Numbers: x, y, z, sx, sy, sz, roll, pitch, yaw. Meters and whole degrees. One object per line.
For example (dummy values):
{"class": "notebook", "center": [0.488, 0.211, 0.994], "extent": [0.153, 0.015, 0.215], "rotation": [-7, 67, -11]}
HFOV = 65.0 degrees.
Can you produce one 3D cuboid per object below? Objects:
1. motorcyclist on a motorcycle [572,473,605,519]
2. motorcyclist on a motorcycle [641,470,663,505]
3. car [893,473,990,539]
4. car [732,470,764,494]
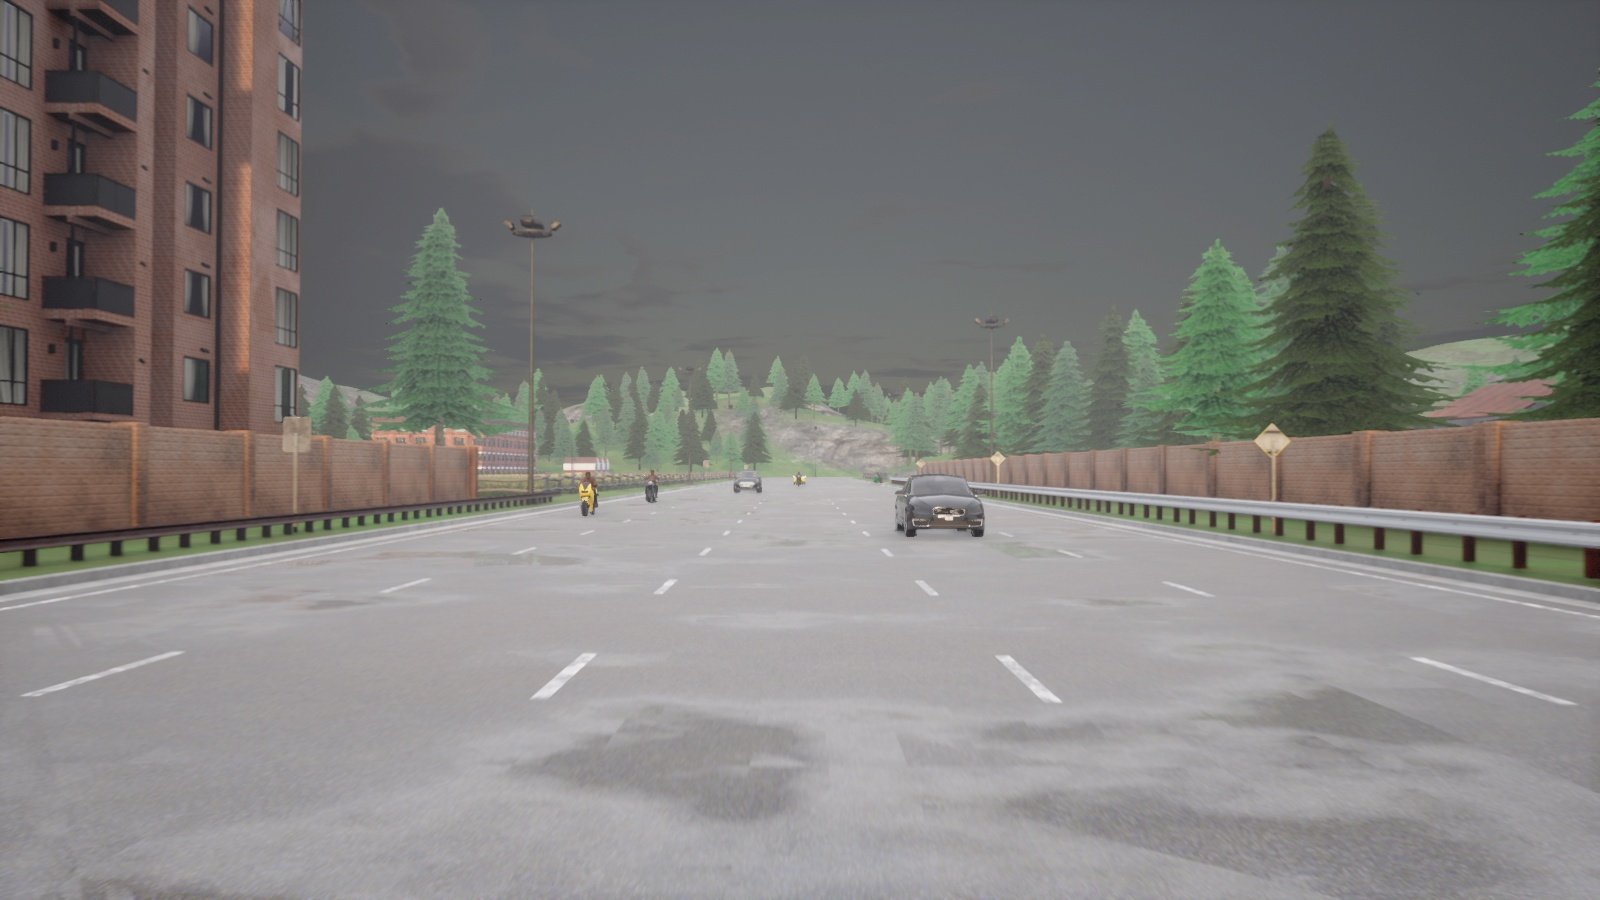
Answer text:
{"class": "motorcyclist on a motorcycle", "center": [-7.103, 1.533, 42.242], "extent": [0.797, 1.523, 2.044], "rotation": [0, -1, 0]}
{"class": "motorcyclist on a motorcycle", "center": [-7.148, 1.811, 60.694], "extent": [0.766, 1.649, 2.350], "rotation": [0, -1, 0]}
{"class": "car", "center": [3.424, 1.329, 31.211], "extent": [1.837, 1.490, 4.892], "rotation": [0, -1, 0]}
{"class": "car", "center": [-3.713, 2.271, 90.194], "extent": [2.033, 1.649, 4.856], "rotation": [0, -1, 0]}
